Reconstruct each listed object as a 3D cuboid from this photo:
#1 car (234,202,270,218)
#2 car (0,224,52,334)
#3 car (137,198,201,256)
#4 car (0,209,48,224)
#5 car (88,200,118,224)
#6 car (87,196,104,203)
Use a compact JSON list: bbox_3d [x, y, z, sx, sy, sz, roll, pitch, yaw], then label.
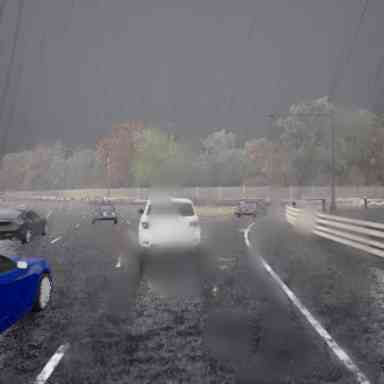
[{"bbox_3d":[5.562,1.586,30.381,2.033,1.411,5.357,0,0,29],"label":"car"},{"bbox_3d":[-3.663,1.506,4.703,1.882,1.535,5.008,0,0,-3],"label":"car"},{"bbox_3d":[-1.013,1.256,13.497,2.150,2.045,5.566,0,0,-7],"label":"car"},{"bbox_3d":[-8.369,1.581,16.015,1.837,1.490,4.892,0,0,-9],"label":"car"},{"bbox_3d":[-6.789,1.637,26.008,2.033,1.411,5.357,0,0,-14],"label":"car"},{"bbox_3d":[-16.905,1.561,58.616,2.097,1.767,4.553,0,0,-31],"label":"car"}]
